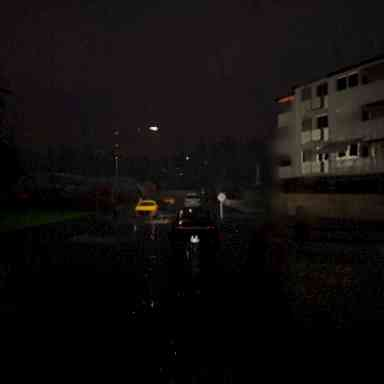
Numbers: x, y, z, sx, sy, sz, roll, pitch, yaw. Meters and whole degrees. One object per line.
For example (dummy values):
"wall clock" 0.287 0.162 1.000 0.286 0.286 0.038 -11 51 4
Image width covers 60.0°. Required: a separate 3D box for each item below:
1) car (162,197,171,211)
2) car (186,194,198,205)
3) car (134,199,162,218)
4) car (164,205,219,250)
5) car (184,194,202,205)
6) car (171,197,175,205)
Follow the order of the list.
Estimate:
"car" -4.085 1.622 41.443 2.033 1.411 5.357 0 0 0
"car" 0.058 1.337 64.003 2.150 2.045 5.566 0 0 0
"car" -4.080 1.533 30.628 1.882 1.535 5.008 0 0 -2
"car" 0.100 1.517 14.376 2.128 1.511 4.902 0 0 0
"car" 0.098 1.300 43.568 2.150 2.045 5.566 0 0 0
"car" -4.027 1.581 57.678 1.882 1.535 5.008 0 0 0
